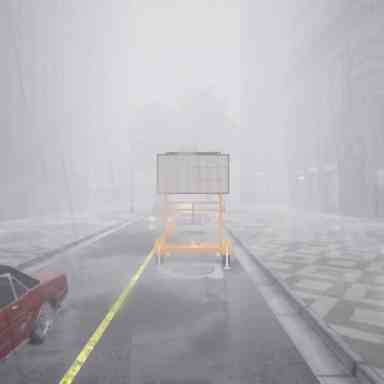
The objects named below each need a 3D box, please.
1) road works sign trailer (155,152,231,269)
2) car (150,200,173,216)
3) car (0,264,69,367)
[{"bbox_3d":[0.035,0.466,11.139,2.380,3.560,2.880,0,0,0],"label":"road works sign trailer"},{"bbox_3d":[-2.903,1.524,32.501,1.837,1.490,4.892,0,0,0],"label":"car"},{"bbox_3d":[-3.091,1.601,3.607,1.895,1.301,4.718,0,0,0],"label":"car"}]
